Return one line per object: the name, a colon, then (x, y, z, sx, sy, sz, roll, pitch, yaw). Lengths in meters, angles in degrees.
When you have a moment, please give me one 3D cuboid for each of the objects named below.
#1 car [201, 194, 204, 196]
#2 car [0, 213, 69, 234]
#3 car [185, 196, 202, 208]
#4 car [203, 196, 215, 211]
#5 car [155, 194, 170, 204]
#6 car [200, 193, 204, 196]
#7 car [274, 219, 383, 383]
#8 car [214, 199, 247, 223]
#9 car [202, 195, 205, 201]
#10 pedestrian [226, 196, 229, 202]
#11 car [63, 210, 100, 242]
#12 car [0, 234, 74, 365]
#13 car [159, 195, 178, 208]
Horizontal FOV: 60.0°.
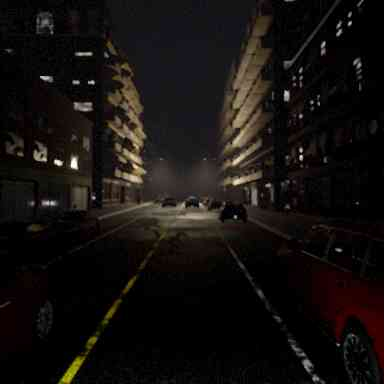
car: (2.700, 1.491, 55.051, 1.802, 1.307, 4.206, 1, 0, 0)
car: (-5.679, 1.564, 10.520, 1.802, 1.307, 4.206, 1, 0, 0)
car: (0.053, 1.526, 45.291, 1.895, 1.301, 4.718, 0, 0, 1)
car: (2.700, 1.487, 38.336, 2.008, 1.369, 4.403, 1, 0, 0)
car: (-5.680, 1.466, 60.661, 1.947, 1.339, 4.313, 1, 0, 0)
car: (2.699, 1.464, 71.764, 1.802, 1.307, 4.206, 1, 0, 0)
car: (2.705, 1.307, 4.909, 2.192, 1.841, 5.009, 1, 0, 0)
car: (3.000, 1.463, 25.389, 1.837, 1.490, 4.892, 0, 0, 0)
car: (2.701, 1.443, 49.649, 1.752, 1.417, 4.829, 1, 0, 0)
pedestrian: (3.000, 1.246, 28.347, 0.375, 1.860, 0.375, 1, -1, -5)
car: (-5.680, 1.555, 16.092, 1.802, 1.307, 4.206, 1, 0, 0)
car: (-3.099, 1.519, 3.707, 1.812, 1.442, 4.674, 0, 0, 0)
car: (-3.083, 1.450, 45.567, 1.812, 1.442, 4.674, 0, 0, 0)
